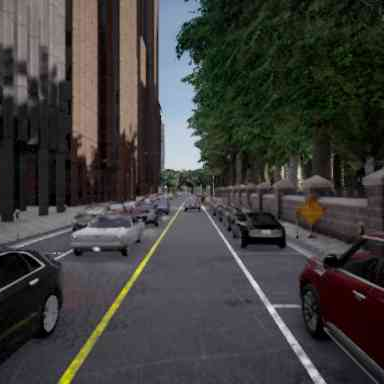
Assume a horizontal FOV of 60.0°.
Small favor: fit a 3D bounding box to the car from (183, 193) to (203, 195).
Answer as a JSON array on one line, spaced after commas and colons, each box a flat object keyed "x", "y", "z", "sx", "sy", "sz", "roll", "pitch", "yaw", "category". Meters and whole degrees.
[{"x": 0.105, "y": 1.322, "z": 48.033, "sx": 2.128, "sy": 1.511, "sz": 4.902, "roll": 0, "pitch": 0, "yaw": 0, "category": "car"}]

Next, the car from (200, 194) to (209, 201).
[{"x": 2.778, "y": 1.274, "z": 74.627, "sx": 1.752, "sy": 1.417, "sz": 4.829, "roll": 0, "pitch": 0, "yaw": 0, "category": "car"}]

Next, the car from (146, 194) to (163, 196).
[{"x": -5.753, "y": 1.147, "z": 47.171, "sx": 2.192, "sy": 1.841, "sz": 5.009, "roll": 0, "pitch": 0, "yaw": 0, "category": "car"}]

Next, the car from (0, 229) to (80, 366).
[{"x": -3.106, "y": 1.491, "z": 3.790, "sx": 1.837, "sy": 1.490, "sz": 4.892, "roll": 0, "pitch": 0, "yaw": 1, "category": "car"}]

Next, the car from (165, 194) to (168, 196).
[{"x": -5.751, "y": 1.341, "z": 58.086, "sx": 1.887, "sy": 1.381, "sz": 4.507, "roll": 0, "pitch": 0, "yaw": 0, "category": "car"}]

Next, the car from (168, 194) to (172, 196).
[{"x": -5.749, "y": 1.204, "z": 68.999, "sx": 1.967, "sy": 1.590, "sz": 4.097, "roll": 0, "pitch": 0, "yaw": 0, "category": "car"}]

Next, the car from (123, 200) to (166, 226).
[{"x": -3.088, "y": 1.484, "z": 22.247, "sx": 1.994, "sy": 1.385, "sz": 4.181, "roll": 0, "pitch": 0, "yaw": 0, "category": "car"}]

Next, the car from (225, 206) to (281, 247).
[{"x": 2.766, "y": 1.514, "z": 14.436, "sx": 1.947, "sy": 1.339, "sz": 4.313, "roll": 0, "pitch": 0, "yaw": 0, "category": "car"}]

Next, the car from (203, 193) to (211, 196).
[{"x": 2.773, "y": 1.340, "z": 52.801, "sx": 1.752, "sy": 1.417, "sz": 4.829, "roll": 0, "pitch": 0, "yaw": 0, "category": "car"}]

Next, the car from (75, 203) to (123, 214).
[{"x": -5.759, "y": 1.478, "z": 19.886, "sx": 2.008, "sy": 1.369, "sz": 4.403, "roll": 0, "pitch": 0, "yaw": 0, "category": "car"}]

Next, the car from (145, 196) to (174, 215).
[{"x": -3.048, "y": 1.431, "z": 32.390, "sx": 2.033, "sy": 1.411, "sz": 5.357, "roll": 0, "pitch": 0, "yaw": 0, "category": "car"}]

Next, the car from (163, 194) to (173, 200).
[{"x": -5.747, "y": 1.276, "z": 79.914, "sx": 1.887, "sy": 1.381, "sz": 4.507, "roll": 0, "pitch": 0, "yaw": 0, "category": "car"}]

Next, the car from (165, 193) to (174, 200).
[{"x": -5.746, "y": 1.155, "z": 85.371, "sx": 1.967, "sy": 1.590, "sz": 4.097, "roll": 0, "pitch": 0, "yaw": 0, "category": "car"}]

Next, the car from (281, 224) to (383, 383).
[{"x": 2.764, "y": 1.303, "z": 3.523, "sx": 2.192, "sy": 1.841, "sz": 5.009, "roll": 0, "pitch": 0, "yaw": 0, "category": "car"}]

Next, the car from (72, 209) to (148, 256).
[{"x": -3.097, "y": 1.553, "z": 13.046, "sx": 1.895, "sy": 1.301, "sz": 4.718, "roll": 0, "pitch": 0, "yaw": 0, "category": "car"}]

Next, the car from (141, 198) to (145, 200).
[{"x": -5.756, "y": 1.471, "z": 30.801, "sx": 1.802, "sy": 1.307, "sz": 4.206, "roll": 0, "pitch": 0, "yaw": 0, "category": "car"}]

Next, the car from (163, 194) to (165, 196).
[{"x": -5.752, "y": 1.358, "z": 52.629, "sx": 1.887, "sy": 1.381, "sz": 4.507, "roll": 0, "pitch": 0, "yaw": 0, "category": "car"}]

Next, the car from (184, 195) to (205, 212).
[{"x": 0.106, "y": 1.416, "z": 37.001, "sx": 2.033, "sy": 1.411, "sz": 5.357, "roll": 0, "pitch": 0, "yaw": 1, "category": "car"}]

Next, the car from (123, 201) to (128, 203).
[{"x": -5.757, "y": 1.490, "z": 25.344, "sx": 1.802, "sy": 1.307, "sz": 4.206, "roll": 0, "pitch": 0, "yaw": 0, "category": "car"}]

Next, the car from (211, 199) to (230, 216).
[{"x": 2.768, "y": 1.461, "z": 25.349, "sx": 2.008, "sy": 1.369, "sz": 4.403, "roll": 0, "pitch": 0, "yaw": 0, "category": "car"}]

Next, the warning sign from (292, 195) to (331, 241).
[{"x": 5.071, "y": 1.065, "z": 14.177, "sx": 1.300, "sy": 1.860, "sz": 1.060, "roll": 0, "pitch": 0, "yaw": 0, "category": "warning sign"}]

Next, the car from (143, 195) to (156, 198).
[{"x": -5.754, "y": 1.432, "z": 41.715, "sx": 1.802, "sy": 1.307, "sz": 4.206, "roll": 0, "pitch": 0, "yaw": 0, "category": "car"}]

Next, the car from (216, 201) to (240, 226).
[{"x": 2.767, "y": 1.480, "z": 19.892, "sx": 2.008, "sy": 1.369, "sz": 4.403, "roll": 0, "pitch": 0, "yaw": 0, "category": "car"}]

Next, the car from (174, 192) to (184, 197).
[{"x": -2.984, "y": 0.873, "z": 79.031, "sx": 1.812, "sy": 1.442, "sz": 4.674, "roll": 0, "pitch": 0, "yaw": 0, "category": "car"}]

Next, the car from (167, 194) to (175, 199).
[{"x": -5.744, "y": 1.226, "z": 90.658, "sx": 1.752, "sy": 1.417, "sz": 4.829, "roll": 0, "pitch": 0, "yaw": 0, "category": "car"}]

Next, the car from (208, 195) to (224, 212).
[{"x": 2.769, "y": 1.331, "z": 30.805, "sx": 1.967, "sy": 1.590, "sz": 4.097, "roll": 0, "pitch": 0, "yaw": 0, "category": "car"}]

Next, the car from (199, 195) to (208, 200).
[{"x": 2.779, "y": 1.299, "z": 79.914, "sx": 1.947, "sy": 1.339, "sz": 4.313, "roll": 0, "pitch": 0, "yaw": 0, "category": "car"}]

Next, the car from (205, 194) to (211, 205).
[{"x": 2.770, "y": 1.311, "z": 36.262, "sx": 1.967, "sy": 1.590, "sz": 4.097, "roll": 0, "pitch": 0, "yaw": 0, "category": "car"}]
